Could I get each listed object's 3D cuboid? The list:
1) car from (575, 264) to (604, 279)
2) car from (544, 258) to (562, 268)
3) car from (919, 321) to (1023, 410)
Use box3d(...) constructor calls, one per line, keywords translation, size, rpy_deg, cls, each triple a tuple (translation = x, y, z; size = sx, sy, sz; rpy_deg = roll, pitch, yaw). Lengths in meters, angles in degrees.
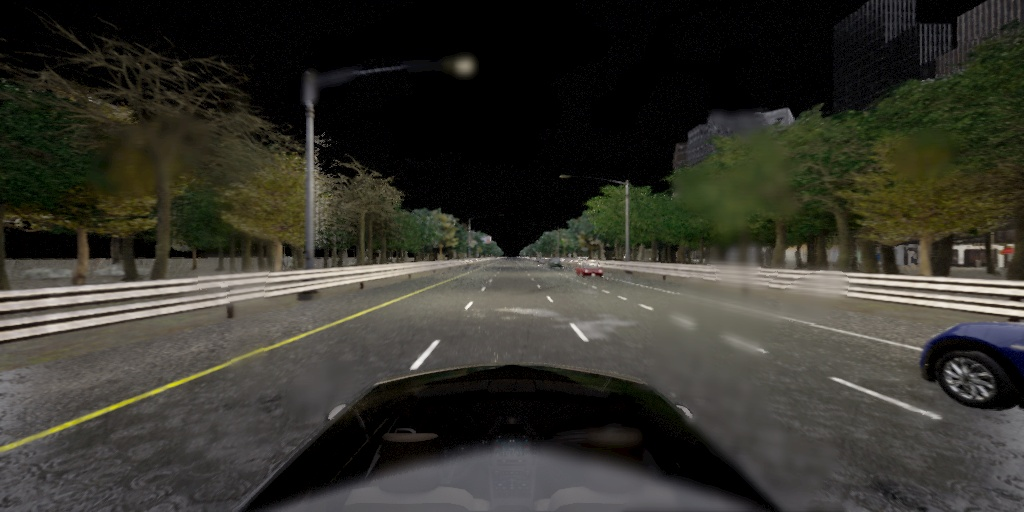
box3d(translation=(7.044, 1.362, 33.260), size=(1.895, 1.301, 4.718), rpy_deg=(0, 0, 0), cls="car")
box3d(translation=(7.126, 1.119, 60.194), size=(2.097, 1.767, 4.553), rpy_deg=(0, 0, 0), cls="car")
box3d(translation=(6.999, 1.105, 3.301), size=(2.097, 1.767, 4.553), rpy_deg=(0, 0, 0), cls="car")
